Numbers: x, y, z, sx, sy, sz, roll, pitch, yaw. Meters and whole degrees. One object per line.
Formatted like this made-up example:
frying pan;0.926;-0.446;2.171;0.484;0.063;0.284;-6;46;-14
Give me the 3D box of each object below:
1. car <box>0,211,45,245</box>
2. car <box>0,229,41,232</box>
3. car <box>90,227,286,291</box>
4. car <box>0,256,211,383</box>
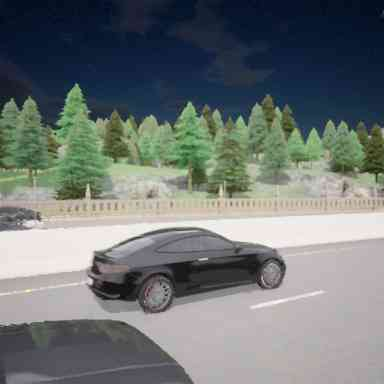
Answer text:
car;-9.121;1.599;14.458;4.718;1.301;1.895;0;0;-33
car;-7.576;1.563;11.231;4.181;1.385;1.994;0;0;-33
car;0.014;1.521;7.525;4.674;1.442;1.812;0;0;-31
car;-2.506;1.548;1.886;5.357;1.411;2.033;0;0;-34
